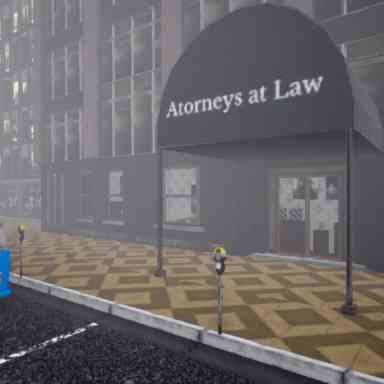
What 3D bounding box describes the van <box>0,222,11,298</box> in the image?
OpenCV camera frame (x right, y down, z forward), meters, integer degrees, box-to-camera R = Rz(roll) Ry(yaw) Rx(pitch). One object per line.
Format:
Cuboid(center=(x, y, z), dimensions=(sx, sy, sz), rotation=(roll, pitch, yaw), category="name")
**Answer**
Cuboid(center=(-5.308, 1.341, 6.687), dimensions=(3.998, 1.788, 1.690), rotation=(0, 0, 36), category="van")
